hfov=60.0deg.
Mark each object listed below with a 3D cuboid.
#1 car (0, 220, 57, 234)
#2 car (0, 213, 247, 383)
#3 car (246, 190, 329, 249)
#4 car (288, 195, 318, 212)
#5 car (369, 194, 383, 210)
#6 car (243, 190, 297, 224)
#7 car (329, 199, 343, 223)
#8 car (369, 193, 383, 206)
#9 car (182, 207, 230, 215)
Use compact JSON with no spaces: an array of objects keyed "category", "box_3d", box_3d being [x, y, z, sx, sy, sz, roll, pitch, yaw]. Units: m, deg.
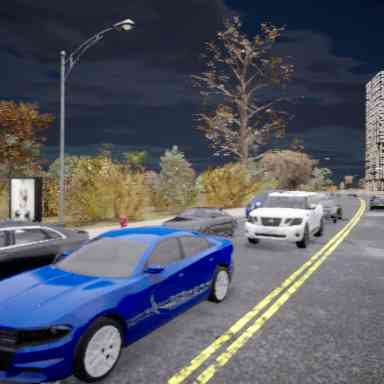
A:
[{"category":"car","box_3d":[-4.216,1.371,6.601,2.128,1.511,4.902,1,1,32]},{"category":"car","box_3d":[-0.957,1.382,5.687,1.882,1.535,5.008,1,1,31]},{"category":"car","box_3d":[4.155,1.013,14.165,2.150,2.045,5.566,1,1,30]},{"category":"car","box_3d":[10.865,1.049,32.346,1.837,1.490,4.892,1,1,30]},{"category":"car","box_3d":[19.117,1.128,33.611,1.994,1.385,4.181,1,1,29]},{"category":"car","box_3d":[5.572,0.884,23.036,2.150,2.045,5.566,1,1,30]},{"category":"car","box_3d":[9.141,1.206,22.750,1.812,1.442,4.674,1,1,30]},{"category":"car","box_3d":[23.967,0.949,42.752,2.128,1.511,4.902,1,1,28]},{"category":"car","box_3d":[0.400,1.341,14.217,1.994,1.385,4.181,1,1,31]}]
